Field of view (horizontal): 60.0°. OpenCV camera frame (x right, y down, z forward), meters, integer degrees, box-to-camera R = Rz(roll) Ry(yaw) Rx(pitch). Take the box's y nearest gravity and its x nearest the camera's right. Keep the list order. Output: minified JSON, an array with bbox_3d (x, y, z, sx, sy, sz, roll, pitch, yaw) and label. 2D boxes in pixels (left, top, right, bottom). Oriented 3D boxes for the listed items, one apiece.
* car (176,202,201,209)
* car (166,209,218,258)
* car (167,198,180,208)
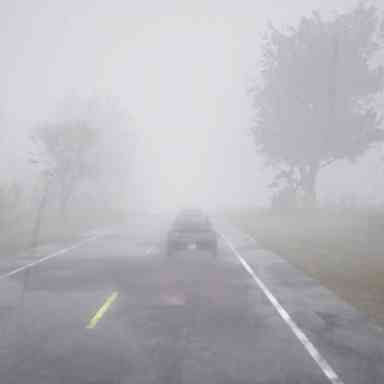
[{"bbox_3d":[0.009,1.856,28.535,2.128,1.511,4.902,0,-1,0],"label":"car"},{"bbox_3d":[0.013,1.656,13.524,2.128,1.511,4.902,0,-1,0],"label":"car"},{"bbox_3d":[-3.531,2.140,65.061,2.150,2.045,5.566,0,-1,0],"label":"car"}]
